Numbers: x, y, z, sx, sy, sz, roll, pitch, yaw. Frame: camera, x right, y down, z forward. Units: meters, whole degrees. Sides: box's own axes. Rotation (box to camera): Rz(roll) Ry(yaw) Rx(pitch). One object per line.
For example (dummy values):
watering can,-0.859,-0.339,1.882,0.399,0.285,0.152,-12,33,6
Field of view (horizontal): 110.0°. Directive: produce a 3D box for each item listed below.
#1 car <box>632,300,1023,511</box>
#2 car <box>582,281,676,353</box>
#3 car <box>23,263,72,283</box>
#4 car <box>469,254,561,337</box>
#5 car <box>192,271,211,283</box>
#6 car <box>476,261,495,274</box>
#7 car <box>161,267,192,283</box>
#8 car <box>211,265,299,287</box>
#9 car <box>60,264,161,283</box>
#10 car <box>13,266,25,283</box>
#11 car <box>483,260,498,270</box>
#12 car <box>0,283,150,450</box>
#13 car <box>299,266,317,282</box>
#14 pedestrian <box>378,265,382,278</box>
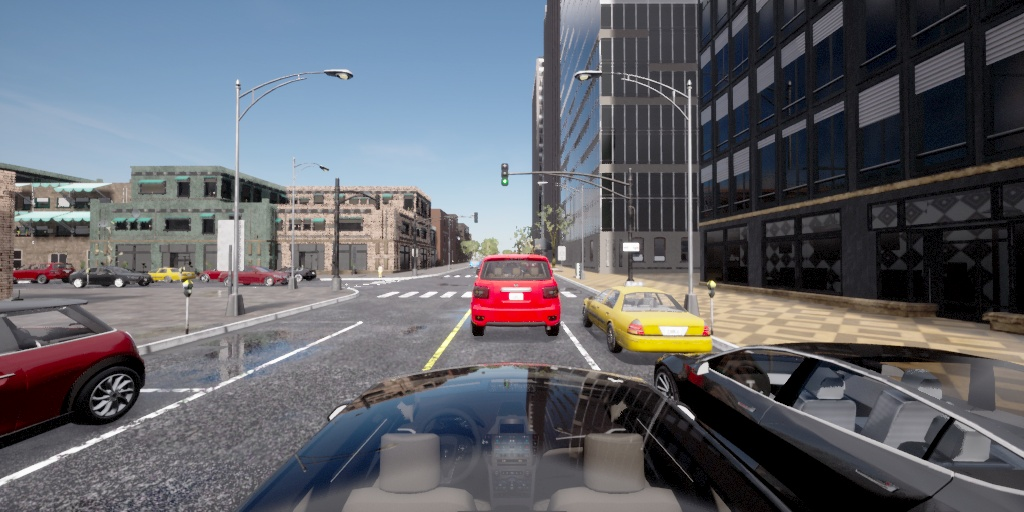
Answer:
car,2.656,1.316,2.776,1.948,1.339,4.313,0,0,0
car,2.815,1.277,8.590,1.751,1.417,4.829,0,0,0
car,-41.661,1.522,31.687,5.009,1.841,2.192,0,0,1
car,0.084,0.974,10.479,2.150,2.045,5.566,0,0,0
car,-25.018,1.489,31.508,4.097,1.591,1.967,0,0,1
car,-3.183,1.313,43.972,2.033,1.411,5.357,0,0,0
car,-30.736,1.627,31.569,4.829,1.417,1.751,0,0,1
car,-18.309,1.419,25.651,4.674,1.442,1.812,-1,-1,1
car,-28.714,1.497,25.768,4.892,1.490,1.837,-1,-1,1
car,-39.350,1.641,25.890,5.357,1.411,2.033,-1,-1,1
car,-3.196,1.317,54.160,2.033,1.411,5.357,0,0,0
car,-5.692,1.190,2.814,1.967,1.591,4.097,0,0,0
car,-19.470,1.562,31.448,4.313,1.339,1.948,0,0,1
pedestrian,-12.608,1.399,34.327,0.375,1.300,0.375,0,0,1
